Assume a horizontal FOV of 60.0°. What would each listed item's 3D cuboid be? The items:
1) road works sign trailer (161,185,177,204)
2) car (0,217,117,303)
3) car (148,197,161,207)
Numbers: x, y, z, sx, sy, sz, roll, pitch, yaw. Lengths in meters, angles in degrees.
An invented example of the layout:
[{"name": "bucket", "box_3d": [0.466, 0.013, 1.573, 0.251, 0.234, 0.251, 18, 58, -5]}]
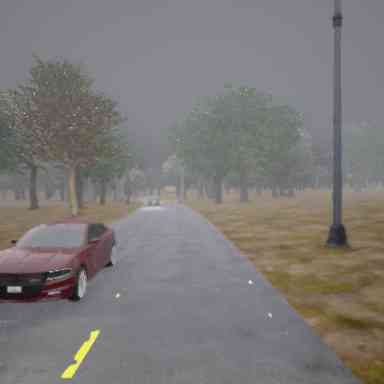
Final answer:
[{"name": "road works sign trailer", "box_3d": [-4.069, 0.533, 62.866, 2.380, 3.560, 2.880, 0, 0, -8]}, {"name": "car", "box_3d": [-3.218, 1.462, 8.428, 1.882, 1.535, 5.008, 0, 0, -1]}, {"name": "car", "box_3d": [-5.921, 1.502, 52.028, 2.128, 1.511, 4.902, 0, 0, -5]}]
